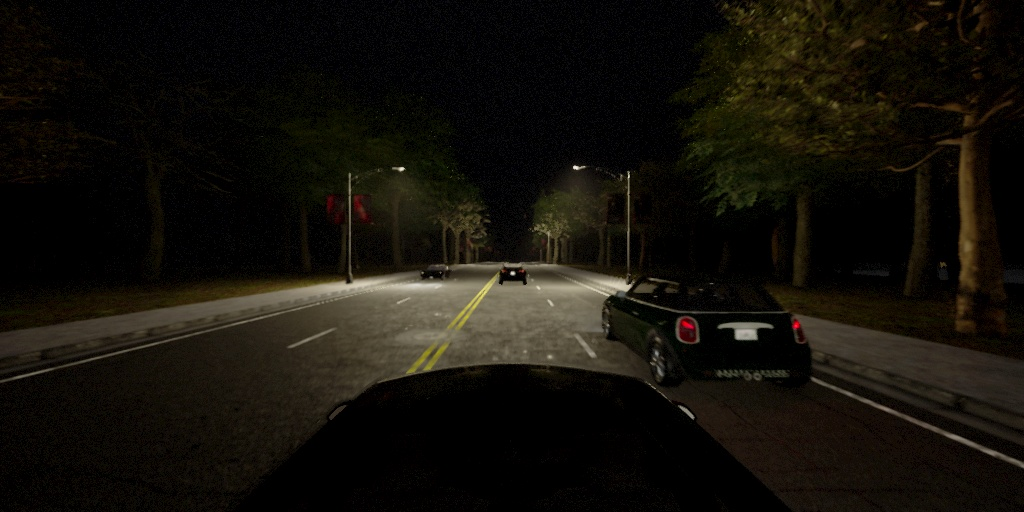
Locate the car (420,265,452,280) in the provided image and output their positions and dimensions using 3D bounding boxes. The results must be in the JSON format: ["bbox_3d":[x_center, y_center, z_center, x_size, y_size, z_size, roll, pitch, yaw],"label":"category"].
[{"bbox_3d":[-6.416,1.416,30.783,1.895,1.301,4.718,0,0,0],"label":"car"}]

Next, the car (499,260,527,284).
[{"bbox_3d":[0.070,1.262,27.278,2.163,1.488,4.792,0,0,0],"label":"car"}]

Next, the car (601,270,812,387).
[{"bbox_3d":[3.252,1.104,7.105,2.097,1.767,4.553,0,0,0],"label":"car"}]
